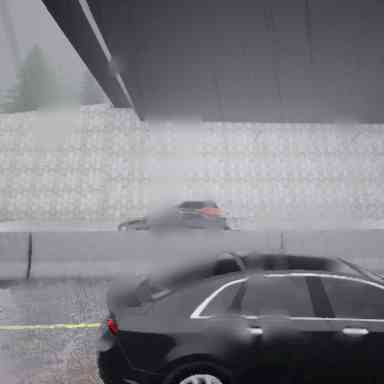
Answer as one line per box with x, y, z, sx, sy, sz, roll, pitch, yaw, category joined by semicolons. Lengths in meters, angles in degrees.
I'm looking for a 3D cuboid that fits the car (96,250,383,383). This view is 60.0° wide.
1.407;1.502;3.946;4.892;1.490;1.837;0;0;-4;car

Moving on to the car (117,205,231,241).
-0.781;1.490;14.526;4.902;1.511;2.128;0;0;-4;car

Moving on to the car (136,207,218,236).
-0.832;1.562;18.030;4.181;1.385;1.994;0;0;-4;car

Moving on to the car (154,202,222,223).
-0.331;1.503;25.078;4.892;1.490;1.837;0;0;-4;car

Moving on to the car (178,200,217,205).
-0.204;1.350;21.578;4.553;1.767;2.097;0;0;-4;car
